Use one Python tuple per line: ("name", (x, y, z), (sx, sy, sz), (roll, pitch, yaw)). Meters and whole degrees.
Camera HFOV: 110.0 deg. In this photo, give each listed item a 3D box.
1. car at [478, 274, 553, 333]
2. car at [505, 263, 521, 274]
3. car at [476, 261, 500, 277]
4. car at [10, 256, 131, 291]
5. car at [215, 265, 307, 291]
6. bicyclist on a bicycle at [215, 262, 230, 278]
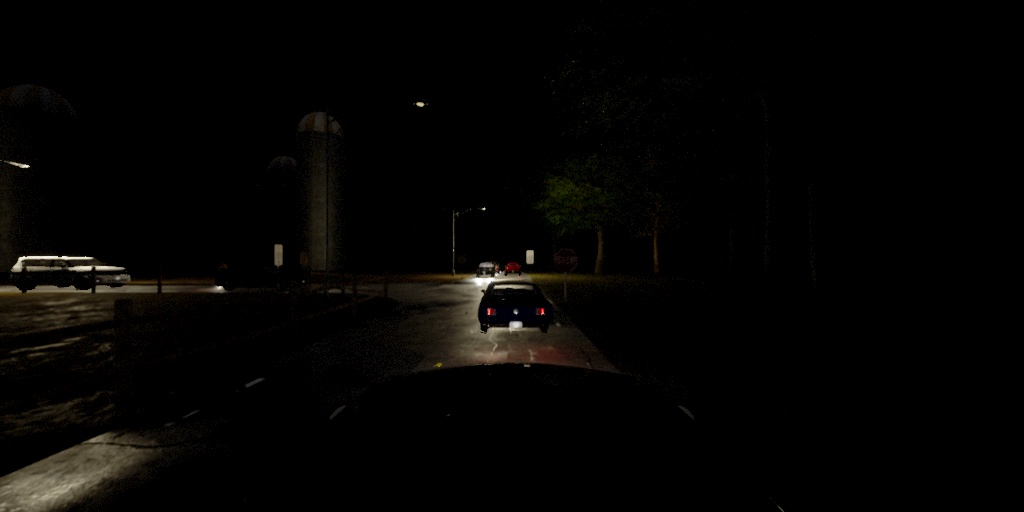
("car", (-0.016, 1.412, 11.037), (1.895, 1.301, 4.718), (0, 0, -3))
("car", (0.119, 1.597, 43.705), (1.812, 1.442, 4.674), (0, -1, 0))
("car", (-2.822, 1.519, 39.427), (2.128, 1.511, 4.902), (0, -1, 0))
("car", (-27.291, 1.044, 22.250), (5.566, 2.045, 2.150), (0, 0, -2))
("car", (-15.536, 1.328, 22.381), (5.008, 1.535, 1.882), (0, 0, -2))
("bicyclist on a bicycle", (-22.724, 1.310, 28.263), (0.582, 1.620, 1.656), (0, 0, 0))
